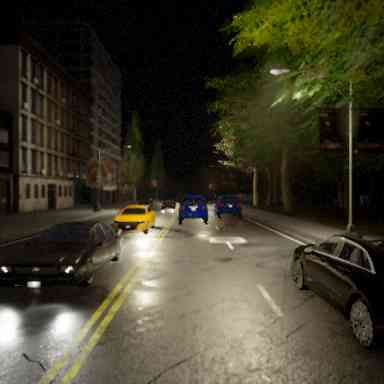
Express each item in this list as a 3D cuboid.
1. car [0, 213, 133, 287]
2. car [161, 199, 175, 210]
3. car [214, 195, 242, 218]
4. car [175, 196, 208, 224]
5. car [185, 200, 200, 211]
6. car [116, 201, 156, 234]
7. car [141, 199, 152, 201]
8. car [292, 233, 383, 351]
[{"bbox_3d":[-3.324,1.577,9.697,2.033,1.411,5.357,0,0,0],"label":"car"},{"bbox_3d":[-3.254,1.759,47.187,2.033,1.411,5.357,0,0,0],"label":"car"},{"bbox_3d":[3.347,1.342,31.561,2.150,2.045,5.566,0,0,0],"label":"car"},{"bbox_3d":[0.097,1.315,25.898,2.150,2.045,5.566,0,0,0],"label":"car"},{"bbox_3d":[0.097,1.799,45.377,1.895,1.301,4.718,0,0,0],"label":"car"},{"bbox_3d":[-3.312,1.545,19.805,1.882,1.535,5.008,0,0,0],"label":"car"},{"bbox_3d":[-6.506,1.729,47.010,1.837,1.490,4.892,0,-1,0],"label":"car"},{"bbox_3d":[3.349,1.509,6.206,2.128,1.511,4.902,0,0,0],"label":"car"}]
